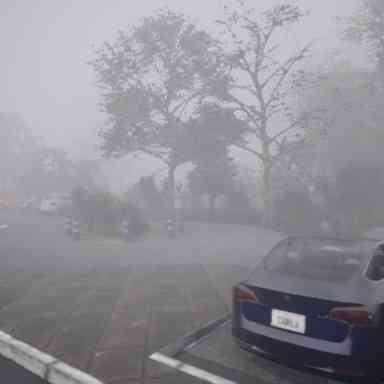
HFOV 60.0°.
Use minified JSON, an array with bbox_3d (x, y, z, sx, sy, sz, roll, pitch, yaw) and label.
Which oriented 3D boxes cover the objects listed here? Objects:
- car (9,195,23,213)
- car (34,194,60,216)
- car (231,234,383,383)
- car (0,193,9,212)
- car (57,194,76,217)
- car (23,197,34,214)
[{"bbox_3d":[-15.827,1.252,34.386,2.185,1.767,4.553,0,0,36],"label":"car"},{"bbox_3d":[-11.200,1.165,31.065,2.435,2.045,5.566,0,0,36],"label":"car"},{"bbox_3d":[2.393,1.424,5.454,2.163,1.488,4.792,0,0,36],"label":"car"},{"bbox_3d":[-20.288,1.216,37.509,2.185,1.767,4.553,0,0,36],"label":"car"},{"bbox_3d":[-8.972,1.309,29.393,2.185,1.767,4.553,0,0,36],"label":"car"},{"bbox_3d":[-13.564,1.271,32.763,2.185,1.767,4.553,0,0,36],"label":"car"}]
